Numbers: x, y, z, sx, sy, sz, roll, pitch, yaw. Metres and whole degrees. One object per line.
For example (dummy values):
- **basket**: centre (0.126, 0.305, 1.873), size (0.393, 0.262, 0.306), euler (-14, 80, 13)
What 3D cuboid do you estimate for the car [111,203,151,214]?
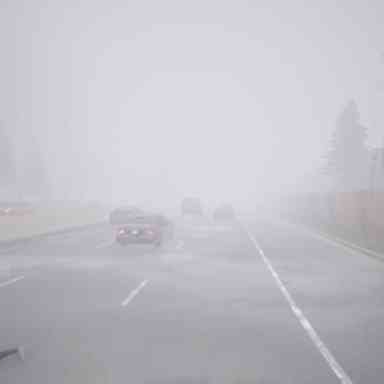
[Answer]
- **car**: centre (-4.658, 1.806, 25.108), size (2.128, 1.511, 4.902), euler (0, -1, 6)

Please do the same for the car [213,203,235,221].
- **car**: centre (3.036, 2.004, 31.299), size (1.895, 1.301, 4.718), euler (0, -1, 6)

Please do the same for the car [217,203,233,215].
- **car**: centre (4.196, 2.108, 42.236), size (1.994, 1.385, 4.181), euler (0, -1, 6)

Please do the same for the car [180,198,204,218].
- **car**: centre (0.063, 1.684, 36.304), size (2.150, 2.045, 5.566), euler (0, -1, 6)

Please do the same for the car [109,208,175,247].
- **car**: centre (-2.088, 1.752, 16.183), size (2.033, 1.411, 5.357), euler (0, -1, 6)

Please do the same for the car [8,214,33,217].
- **car**: centre (-18.044, 1.757, 33.519), size (2.097, 1.767, 4.553), euler (0, -1, 6)

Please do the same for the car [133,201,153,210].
- **car**: centre (-8.416, 2.265, 57.224), size (2.033, 1.411, 5.357), euler (0, -1, 7)
